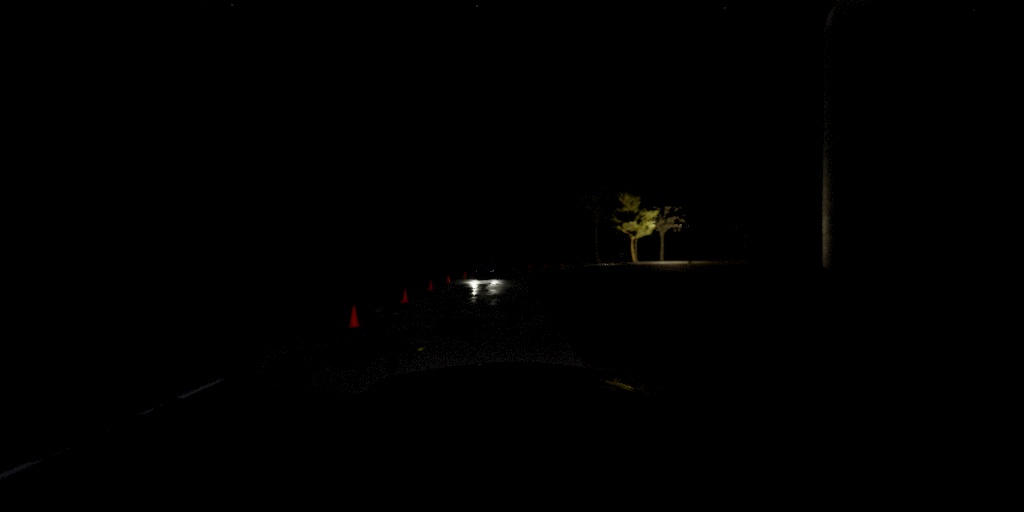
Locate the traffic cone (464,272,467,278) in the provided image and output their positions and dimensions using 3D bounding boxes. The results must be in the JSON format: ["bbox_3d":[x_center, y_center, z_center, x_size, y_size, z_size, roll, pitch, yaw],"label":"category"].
[{"bbox_3d":[-3.988,1.577,30.432,0.340,0.580,0.340,0,0,8],"label":"traffic cone"}]

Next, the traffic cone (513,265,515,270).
[{"bbox_3d":[0.213,1.491,45.467,0.340,0.580,0.340,0,0,23],"label":"traffic cone"}]

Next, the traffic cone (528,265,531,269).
[{"bbox_3d":[2.478,1.462,50.166,0.340,0.580,0.340,0,0,28],"label":"traffic cone"}]

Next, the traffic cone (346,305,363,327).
[{"bbox_3d":[-4.440,1.677,10.087,0.340,0.580,0.340,0,0,-1],"label":"traffic cone"}]

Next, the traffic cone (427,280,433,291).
[{"bbox_3d":[-4.546,1.630,20.087,0.340,0.580,0.340,0,0,-1],"label":"traffic cone"}]

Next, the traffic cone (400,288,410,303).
[{"bbox_3d":[-4.493,1.653,15.087,0.340,0.580,0.340,0,0,-1],"label":"traffic cone"}]

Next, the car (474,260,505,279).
[{"bbox_3d":[-1.868,1.092,30.580,1.882,1.535,5.008,0,0,9],"label":"car"}]

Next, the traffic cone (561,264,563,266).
[{"bbox_3d":[8.205,1.368,58.875,0.340,0.580,0.340,0,0,38],"label":"traffic cone"}]

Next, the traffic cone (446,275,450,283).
[{"bbox_3d":[-4.486,1.604,25.239,0.340,0.580,0.340,0,0,3],"label":"traffic cone"}]

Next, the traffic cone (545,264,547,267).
[{"bbox_3d":[5.149,1.425,54.647,0.340,0.580,0.340,0,0,33],"label":"traffic cone"}]
